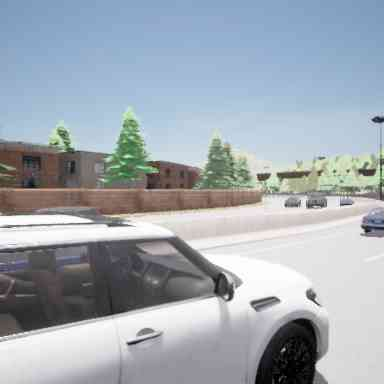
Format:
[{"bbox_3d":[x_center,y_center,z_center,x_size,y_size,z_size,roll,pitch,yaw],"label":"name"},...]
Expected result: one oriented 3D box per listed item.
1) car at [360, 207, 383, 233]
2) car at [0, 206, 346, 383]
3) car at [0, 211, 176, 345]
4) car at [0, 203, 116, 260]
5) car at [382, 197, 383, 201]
[{"bbox_3d":[11.083,1.534,18.576,2.033,1.411,5.357,0,0,43],"label":"car"},{"bbox_3d":[-1.036,1.228,3.117,5.566,2.045,2.150,0,0,-37],"label":"car"},{"bbox_3d":[-2.775,1.367,6.223,4.553,1.767,2.097,0,0,-37],"label":"car"},{"bbox_3d":[-5.578,1.382,13.163,4.553,1.767,2.097,0,0,-39],"label":"car"},{"bbox_3d":[46.245,1.466,77.791,1.812,1.442,4.674,0,0,6],"label":"car"}]
